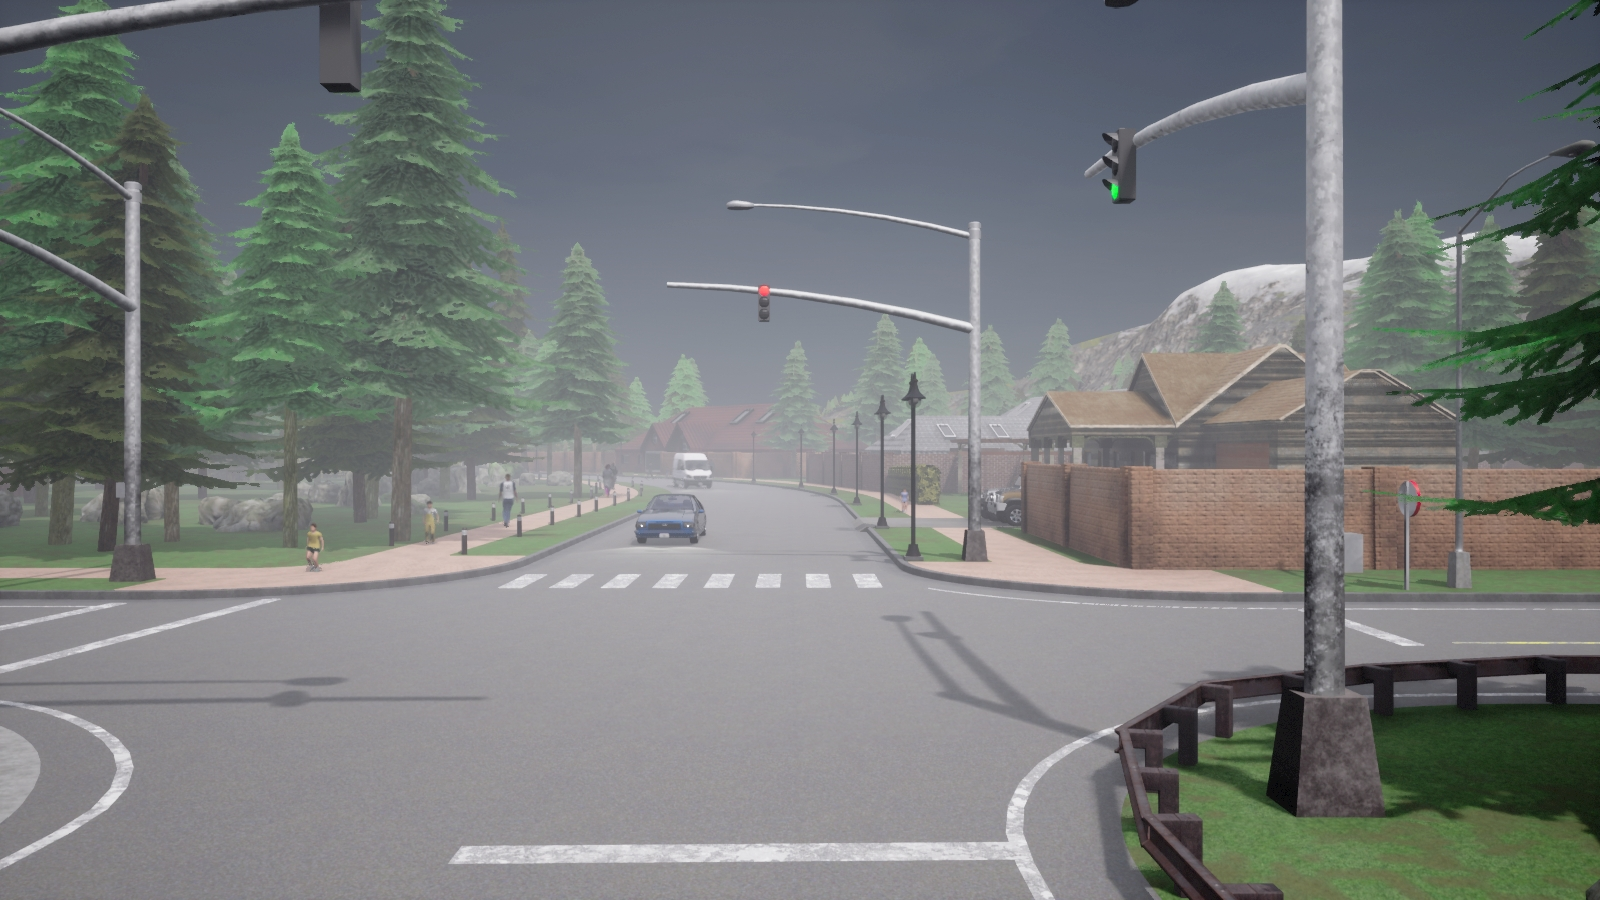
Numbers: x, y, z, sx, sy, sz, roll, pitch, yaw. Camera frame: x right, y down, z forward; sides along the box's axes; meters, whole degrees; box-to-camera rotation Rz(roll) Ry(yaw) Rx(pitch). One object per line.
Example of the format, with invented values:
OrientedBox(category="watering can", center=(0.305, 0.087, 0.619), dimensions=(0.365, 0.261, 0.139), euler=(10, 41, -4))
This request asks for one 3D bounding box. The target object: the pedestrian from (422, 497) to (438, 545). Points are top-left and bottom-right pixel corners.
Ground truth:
OrientedBox(category="pedestrian", center=(-10.199, 1.943, 31.508), dimensions=(0.375, 1.300, 0.375), euler=(0, 0, -10))

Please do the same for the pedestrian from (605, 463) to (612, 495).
OrientedBox(category="pedestrian", center=(-11.102, 1.661, 66.349), dimensions=(0.375, 1.860, 0.375), euler=(0, 0, -8))

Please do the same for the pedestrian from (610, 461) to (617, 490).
OrientedBox(category="pedestrian", center=(-12.186, 1.662, 74.592), dimensions=(0.375, 1.860, 0.375), euler=(0, 0, -4))

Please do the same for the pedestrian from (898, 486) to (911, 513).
OrientedBox(category="pedestrian", center=(4.332, 2.046, 47.352), dimensions=(0.500, 1.100, 0.500), euler=(0, 0, -1))

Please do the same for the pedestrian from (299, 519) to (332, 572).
OrientedBox(category="pedestrian", center=(-10.422, 2.054, 24.586), dimensions=(0.500, 1.100, 0.500), euler=(0, 0, 1))

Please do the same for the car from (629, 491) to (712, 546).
OrientedBox(category="car", center=(-3.930, 2.072, 35.589), dimensions=(2.033, 1.411, 5.357), euler=(0, 0, 0))

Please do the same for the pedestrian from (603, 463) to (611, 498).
OrientedBox(category="pedestrian", center=(-10.497, 1.664, 62.252), dimensions=(0.375, 1.860, 0.375), euler=(0, 0, -3))

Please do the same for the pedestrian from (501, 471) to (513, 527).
OrientedBox(category="pedestrian", center=(-9.946, 1.664, 38.771), dimensions=(0.375, 1.860, 0.375), euler=(0, 0, -14))
